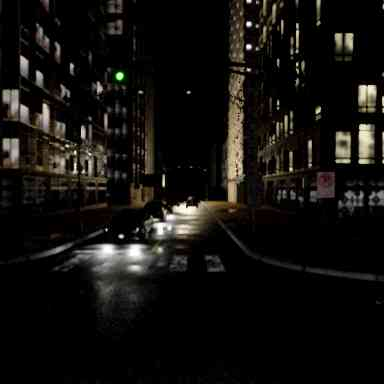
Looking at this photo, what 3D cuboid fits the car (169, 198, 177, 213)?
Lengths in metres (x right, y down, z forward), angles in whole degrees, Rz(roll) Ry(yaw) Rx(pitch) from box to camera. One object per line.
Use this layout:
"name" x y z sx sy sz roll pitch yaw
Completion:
"car" -3.085 1.679 37.361 1.895 1.301 4.718 0 0 0

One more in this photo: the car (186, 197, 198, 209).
"car" 0.008 1.672 48.157 2.033 1.411 5.357 0 0 0

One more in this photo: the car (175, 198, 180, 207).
"car" -2.992 1.619 52.704 1.882 1.535 5.008 0 0 0

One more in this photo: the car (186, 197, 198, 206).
"car" 0.009 1.655 58.575 2.128 1.511 4.902 0 0 0

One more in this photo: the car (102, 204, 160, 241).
"car" -3.095 1.562 17.190 2.033 1.411 5.357 0 0 0

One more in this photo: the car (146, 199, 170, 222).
"car" -3.089 1.551 27.162 1.837 1.490 4.892 0 0 0
